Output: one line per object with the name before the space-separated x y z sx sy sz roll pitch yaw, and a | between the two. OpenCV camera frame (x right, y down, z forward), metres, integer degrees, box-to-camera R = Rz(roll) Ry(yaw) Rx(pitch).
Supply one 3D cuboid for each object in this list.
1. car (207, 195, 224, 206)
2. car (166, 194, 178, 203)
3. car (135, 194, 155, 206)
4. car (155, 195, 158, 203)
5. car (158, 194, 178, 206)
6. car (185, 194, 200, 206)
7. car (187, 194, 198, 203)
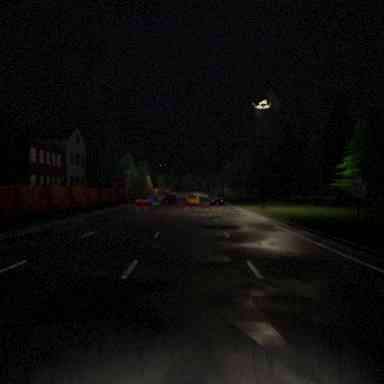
car | 3.559 1.289 48.496 1.895 1.301 4.718 0 0 0
car | -3.491 1.129 58.473 1.837 1.490 4.892 0 0 0
car | -6.940 1.289 48.487 1.895 1.301 4.718 0 0 1
car | -6.991 1.150 58.474 1.812 1.442 4.674 0 0 0
car | -3.438 1.251 48.646 1.994 1.385 4.181 0 0 1
car | 0.058 1.168 48.188 1.882 1.535 5.008 0 0 1
car | 0.009 1.129 58.472 1.837 1.490 4.892 0 0 0
